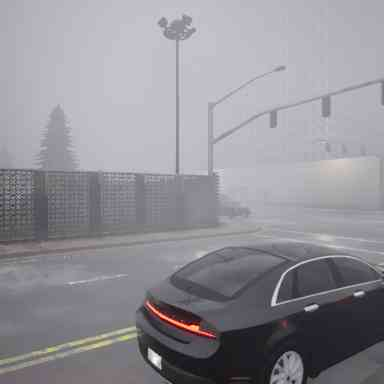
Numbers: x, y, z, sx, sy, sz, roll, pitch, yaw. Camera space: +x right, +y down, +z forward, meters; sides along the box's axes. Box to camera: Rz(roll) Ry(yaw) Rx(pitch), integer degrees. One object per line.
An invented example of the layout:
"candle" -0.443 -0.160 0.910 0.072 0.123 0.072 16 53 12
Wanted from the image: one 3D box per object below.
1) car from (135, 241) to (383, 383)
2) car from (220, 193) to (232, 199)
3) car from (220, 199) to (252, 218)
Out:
"car" 1.585 1.505 4.913 4.892 1.490 1.837 0 0 -35
"car" 2.811 1.166 35.614 2.150 2.045 5.566 0 0 -35
"car" 3.015 1.545 29.216 1.895 1.301 4.718 0 0 -34
